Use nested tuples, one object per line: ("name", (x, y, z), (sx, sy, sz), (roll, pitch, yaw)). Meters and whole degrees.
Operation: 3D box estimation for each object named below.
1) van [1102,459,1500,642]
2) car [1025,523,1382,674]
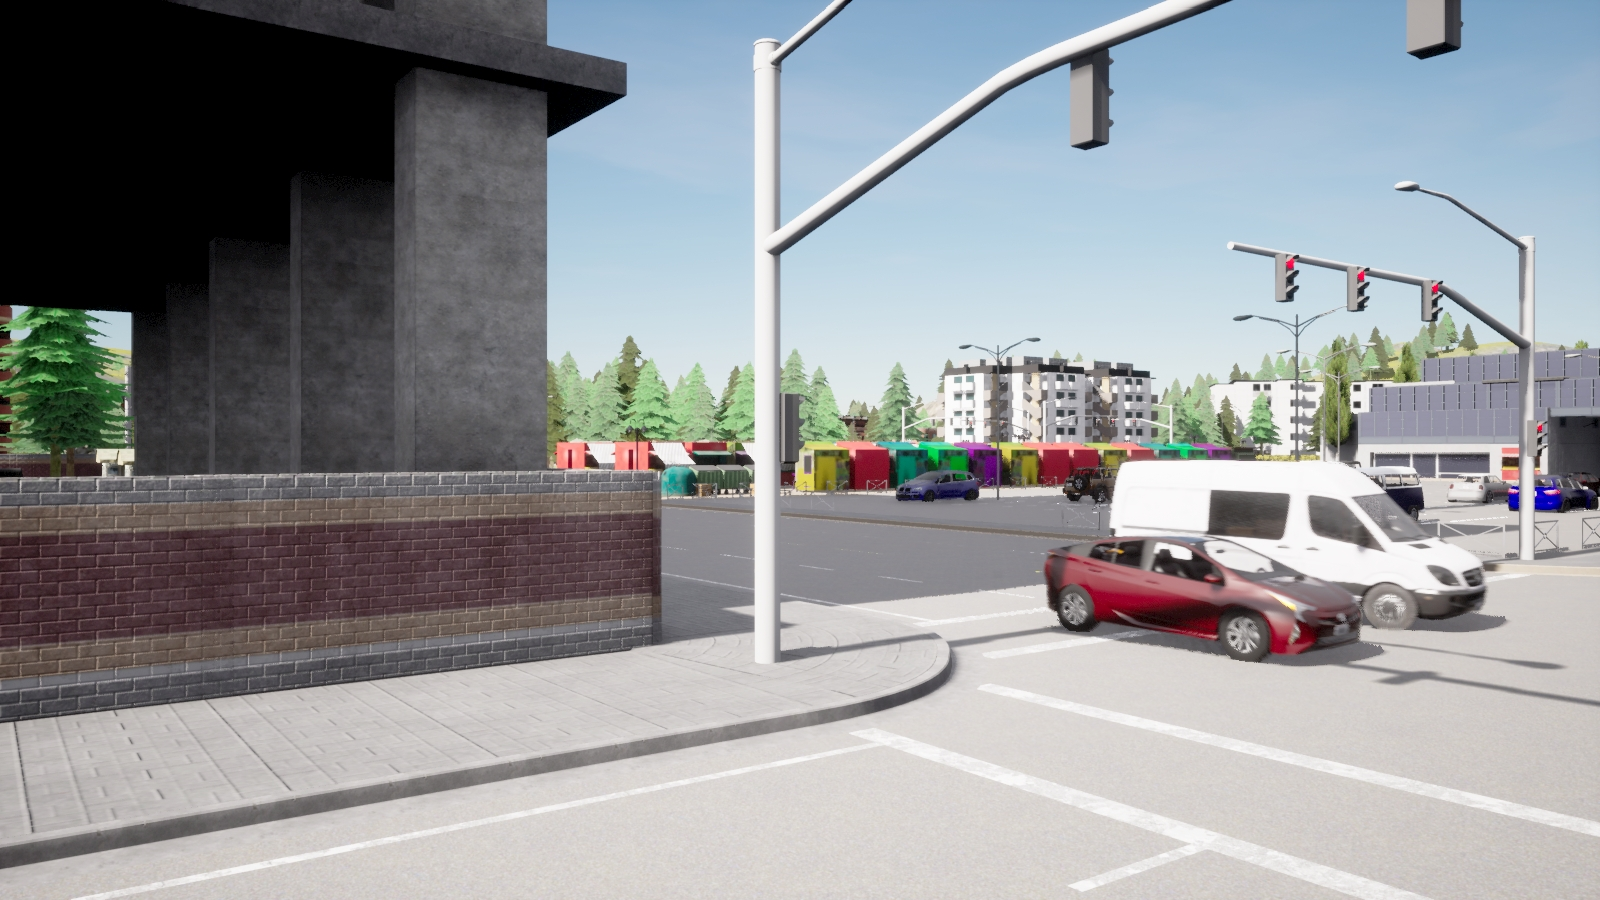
("van", (8.327, 1.494, 19.550), (1.988, 2.561, 5.915), (-1, 1, -45))
("car", (5.657, 1.999, 16.561), (2.007, 1.525, 4.514), (0, 0, -37))
